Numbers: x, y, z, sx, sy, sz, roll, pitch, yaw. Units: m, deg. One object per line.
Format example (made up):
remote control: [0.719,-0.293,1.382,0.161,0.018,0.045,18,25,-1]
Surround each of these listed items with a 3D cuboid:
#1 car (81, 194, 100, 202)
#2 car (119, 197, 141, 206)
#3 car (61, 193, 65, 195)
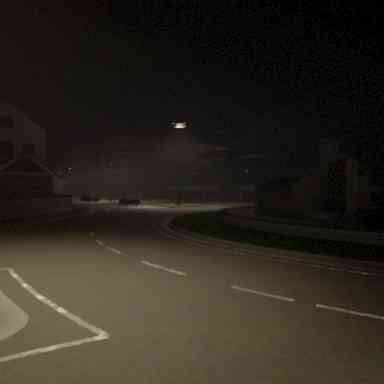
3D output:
car: [-18.806,1.124,61.388,2.033,1.411,5.357,0,0,-40]
car: [-9.128,1.321,48.740,1.895,1.301,4.718,0,0,-31]
car: [-29.054,0.955,73.425,2.128,1.511,4.902,0,0,-41]
